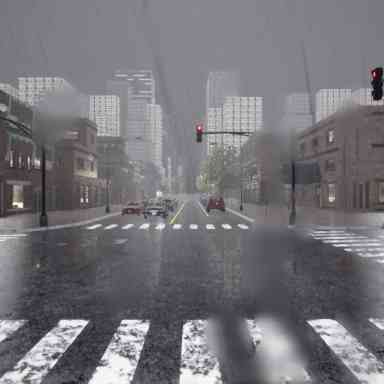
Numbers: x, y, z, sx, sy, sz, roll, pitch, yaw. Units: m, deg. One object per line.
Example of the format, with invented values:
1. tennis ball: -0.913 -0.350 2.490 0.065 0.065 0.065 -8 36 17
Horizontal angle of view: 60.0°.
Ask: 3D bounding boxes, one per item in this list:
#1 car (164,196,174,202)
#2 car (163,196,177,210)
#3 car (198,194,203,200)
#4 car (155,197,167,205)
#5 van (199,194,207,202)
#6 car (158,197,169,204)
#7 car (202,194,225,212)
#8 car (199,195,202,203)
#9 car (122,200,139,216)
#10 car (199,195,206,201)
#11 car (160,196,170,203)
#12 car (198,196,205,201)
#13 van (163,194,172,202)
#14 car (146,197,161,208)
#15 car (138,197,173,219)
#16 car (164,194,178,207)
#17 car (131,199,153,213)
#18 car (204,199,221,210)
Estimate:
1. car: -5.694 1.639 82.745 2.008 1.369 4.403 0 0 0
2. car: -3.097 1.526 39.715 1.837 1.490 4.892 0 0 0
3. car: 2.687 1.598 60.645 2.008 1.369 4.403 0 0 0
4. car: -5.693 1.629 60.644 1.802 1.307 4.206 0 0 0
5. van: 2.686 1.429 82.746 1.690 1.788 3.998 0 0 0
6. car: -5.693 1.638 66.169 1.802 1.307 4.206 0 0 0
7. car: 2.689 1.334 38.543 2.192 1.841 5.009 0 0 0
8. car: 2.688 1.605 55.120 1.947 1.339 4.313 0 0 0
9. car: -5.779 1.559 33.021 1.887 1.381 4.507 0 0 0
10. car: 2.686 1.627 88.441 1.752 1.417 4.829 0 0 0
11. car: -5.694 1.591 71.524 1.752 1.417 4.829 0 0 0
12. car: 2.686 1.696 93.796 1.802 1.307 4.206 0 0 0
13. van: -5.693 1.418 77.220 1.690 1.788 3.998 0 0 0
14. car: -5.692 1.557 49.423 1.752 1.417 4.829 0 0 0
15. car: -3.100 1.502 29.539 2.128 1.511 4.902 0 0 0
16. car: -3.091 1.524 50.102 2.128 1.511 4.902 0 0 0
17. car: -5.692 1.585 38.542 1.947 1.339 4.313 0 0 0
18. car: 2.688 1.591 44.069 1.947 1.339 4.313 0 0 0
